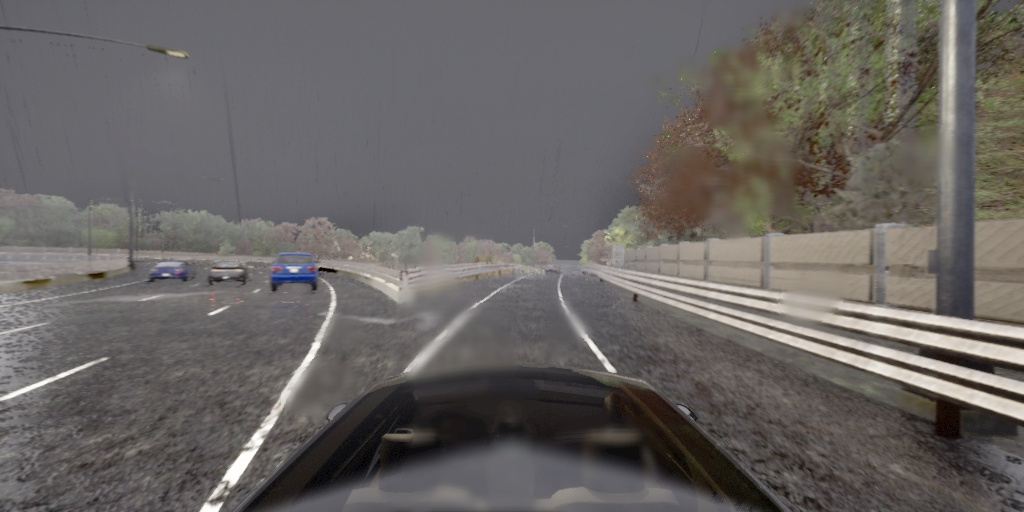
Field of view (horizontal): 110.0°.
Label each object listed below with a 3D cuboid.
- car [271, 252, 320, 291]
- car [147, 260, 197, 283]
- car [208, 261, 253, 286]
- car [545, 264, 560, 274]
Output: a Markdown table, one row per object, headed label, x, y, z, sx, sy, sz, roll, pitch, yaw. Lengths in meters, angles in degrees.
| label | x | y | z | sx | sy | sz | roll | pitch | yaw |
| --- | --- | --- | --- | --- | --- | --- | --- | --- | --- |
| car | -12.449 | 0.821 | 20.708 | 2.150 | 2.045 | 5.566 | 1 | 0 | -29 |
| car | -23.123 | 0.999 | 24.557 | 1.812 | 1.442 | 4.674 | 1 | 0 | -34 |
| car | -17.795 | 1.028 | 22.792 | 2.128 | 1.511 | 4.902 | 1 | 0 | -32 |
| car | 6.077 | 2.028 | 55.681 | 2.033 | 1.411 | 5.357 | 1 | -3 | 9 |
